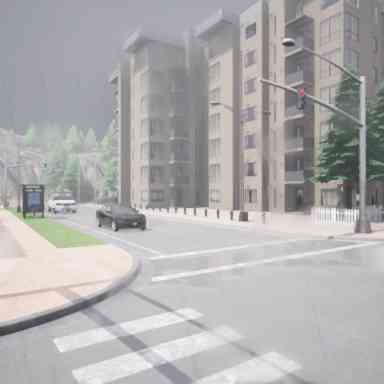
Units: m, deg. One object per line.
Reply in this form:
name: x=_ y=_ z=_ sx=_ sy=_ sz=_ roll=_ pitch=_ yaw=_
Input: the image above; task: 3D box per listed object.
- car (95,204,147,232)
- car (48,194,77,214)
car: x=-4.488 y=1.495 z=20.588 sx=1.882 sy=1.535 sz=5.008 roll=0 pitch=0 yaw=-32
car: x=-14.032 y=1.237 z=35.882 sx=2.150 sy=2.045 sz=5.566 roll=0 pitch=0 yaw=-32
